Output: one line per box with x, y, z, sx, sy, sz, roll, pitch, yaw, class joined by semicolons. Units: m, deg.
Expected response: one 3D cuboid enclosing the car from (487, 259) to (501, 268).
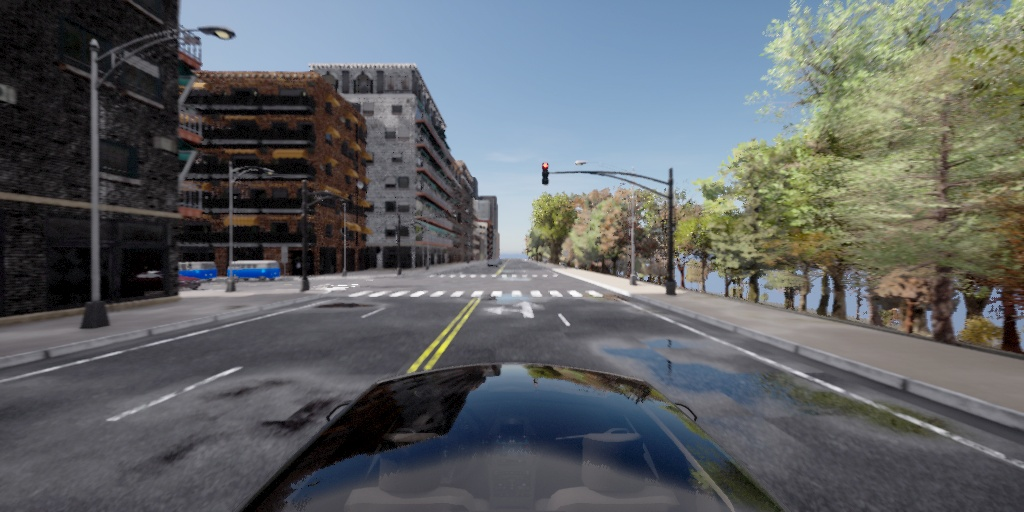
-3.250;1.291;61.565;1.837;1.490;4.892;0;2;0;car

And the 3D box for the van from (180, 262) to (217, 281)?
-28.320;1.413;31.526;3.998;1.789;1.690;0;0;-1;van

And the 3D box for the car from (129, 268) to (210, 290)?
-22.632;1.615;23.257;4.207;1.307;1.802;0;0;-1;car

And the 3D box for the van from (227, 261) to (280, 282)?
-22.719;1.340;31.603;3.998;1.789;1.690;0;0;-1;van
